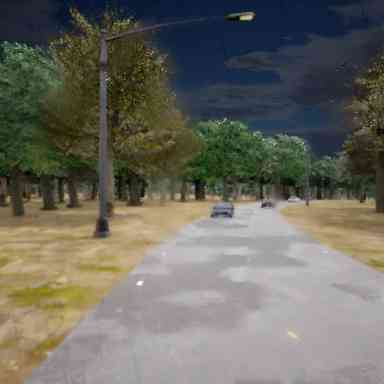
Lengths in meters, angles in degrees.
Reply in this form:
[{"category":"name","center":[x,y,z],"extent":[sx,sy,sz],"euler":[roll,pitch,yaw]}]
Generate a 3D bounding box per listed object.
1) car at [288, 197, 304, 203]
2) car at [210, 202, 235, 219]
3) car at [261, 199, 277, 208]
[{"category":"car","center":[23.840,1.820,77.320],"extent":[1.895,1.301,4.718],"euler":[1,0,30]},{"category":"car","center":[2.772,1.556,29.262],"extent":[2.033,1.411,5.357],"euler":[0,0,11]},{"category":"car","center":[11.487,1.683,49.425],"extent":[1.895,1.301,4.718],"euler":[0,0,18]}]
